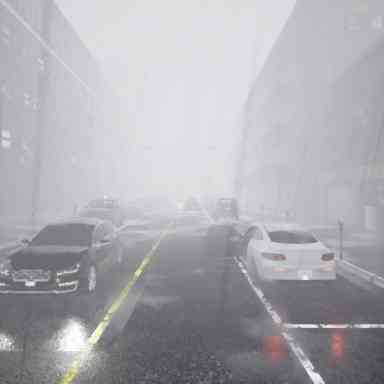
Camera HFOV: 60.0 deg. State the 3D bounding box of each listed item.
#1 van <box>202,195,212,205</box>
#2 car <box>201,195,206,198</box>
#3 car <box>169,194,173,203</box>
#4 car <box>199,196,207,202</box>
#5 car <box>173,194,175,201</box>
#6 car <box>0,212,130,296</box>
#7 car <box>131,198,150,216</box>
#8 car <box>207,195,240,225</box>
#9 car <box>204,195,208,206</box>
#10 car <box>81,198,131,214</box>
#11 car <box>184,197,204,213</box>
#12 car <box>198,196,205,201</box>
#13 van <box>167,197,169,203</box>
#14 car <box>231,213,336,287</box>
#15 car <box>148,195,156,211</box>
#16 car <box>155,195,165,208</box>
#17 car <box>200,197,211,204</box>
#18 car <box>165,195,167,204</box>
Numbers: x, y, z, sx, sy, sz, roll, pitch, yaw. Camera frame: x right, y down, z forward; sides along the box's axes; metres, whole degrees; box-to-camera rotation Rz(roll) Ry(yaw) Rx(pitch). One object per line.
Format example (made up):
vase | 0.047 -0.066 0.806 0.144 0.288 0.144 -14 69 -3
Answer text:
van | 2.693 1.430 61.413 1.690 1.788 3.998 0 0 0
car | 2.692 1.656 55.724 1.802 1.307 4.206 0 0 0
car | -5.689 1.648 72.625 1.752 1.417 4.829 0 0 0
car | 2.690 1.744 84.174 1.802 1.307 4.206 0 0 0
car | -5.690 1.724 78.486 1.802 1.307 4.206 0 0 0
car | -3.100 1.508 8.803 1.837 1.490 4.892 0 0 0
car | -5.686 1.582 32.966 2.008 1.369 4.403 0 0 0
car | 2.696 1.338 27.274 2.192 1.841 5.009 0 0 0
car | 2.694 1.480 38.654 1.967 1.590 4.097 0 0 0
car | -5.684 1.330 21.585 2.192 1.841 5.009 0 0 0
car | 0.076 1.604 38.366 1.994 1.385 4.181 0 0 0
car | 2.689 1.786 95.554 1.802 1.307 4.206 0 0 0
van | -5.687 1.430 61.414 1.690 1.788 3.998 0 0 0
car | 2.352 1.529 9.224 1.812 1.442 4.674 0 0 0
car | -5.686 1.480 38.656 1.967 1.590 4.097 0 0 0
car | -5.686 1.376 50.036 2.192 1.841 5.009 0 0 0
car | 2.691 1.650 67.104 1.887 1.381 4.507 0 0 0
car | -5.688 1.599 55.557 1.752 1.417 4.829 0 0 0
